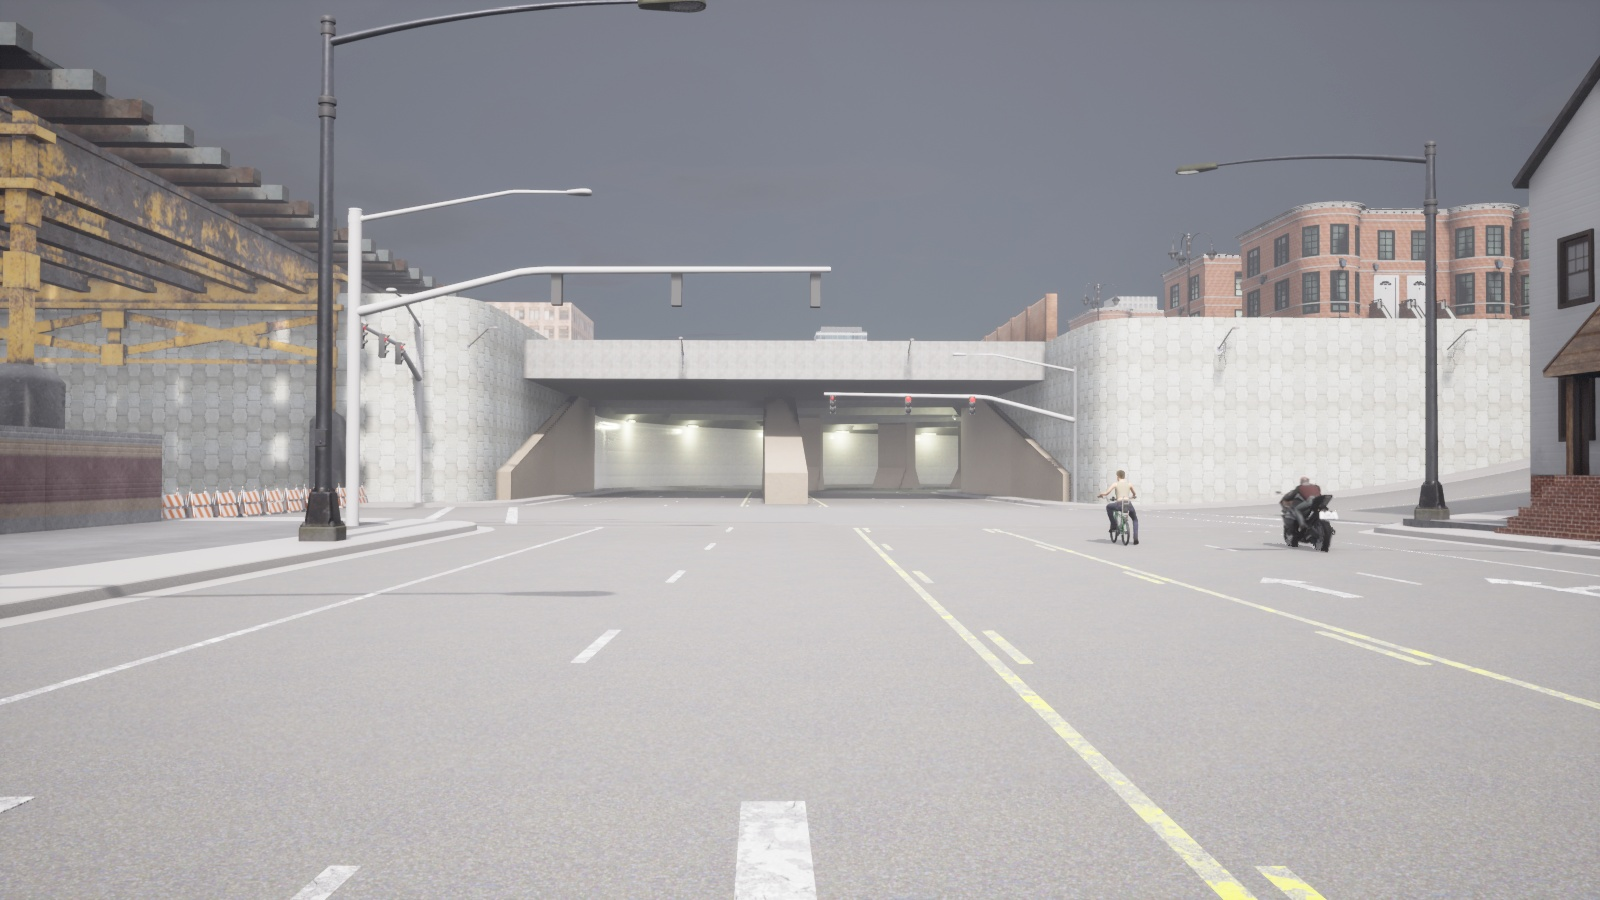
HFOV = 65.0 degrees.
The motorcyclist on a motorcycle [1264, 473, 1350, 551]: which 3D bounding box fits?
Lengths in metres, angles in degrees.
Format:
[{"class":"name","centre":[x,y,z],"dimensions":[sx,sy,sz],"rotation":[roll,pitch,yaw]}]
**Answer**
[{"class":"motorcyclist on a motorcycle","centre":[10.424,1.242,25.899],"dimensions":[0.866,1.530,2.191],"rotation":[0,-1,0]}]

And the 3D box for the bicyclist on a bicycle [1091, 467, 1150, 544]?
[{"class":"bicyclist on a bicycle","centre":[6.927,1.179,27.175],"dimensions":[0.866,1.612,1.509],"rotation":[0,-1,-1]}]
